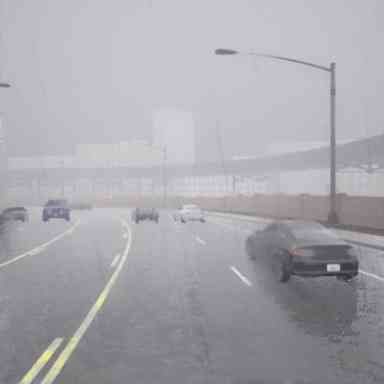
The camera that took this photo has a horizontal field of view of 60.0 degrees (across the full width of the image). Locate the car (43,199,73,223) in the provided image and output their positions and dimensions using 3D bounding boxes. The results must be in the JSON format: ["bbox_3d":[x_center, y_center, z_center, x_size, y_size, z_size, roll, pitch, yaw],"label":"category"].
[{"bbox_3d":[-12.274,1.629,30.425,2.150,2.045,5.566,0,-1,-19],"label":"car"}]

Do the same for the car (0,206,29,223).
[{"bbox_3d":[-15.848,1.966,29.952,1.812,1.442,4.674,0,-1,-20],"label":"car"}]

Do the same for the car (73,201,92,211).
[{"bbox_3d":[-18.187,2.277,54.606,2.163,1.488,4.792,-1,-1,-41],"label":"car"}]

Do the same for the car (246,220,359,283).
[{"bbox_3d":[2.940,1.543,9.692,1.812,1.442,4.674,0,-1,-5],"label":"car"}]

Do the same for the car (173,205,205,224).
[{"bbox_3d":[-0.295,1.779,27.479,1.812,1.442,4.674,0,-1,-15],"label":"car"}]

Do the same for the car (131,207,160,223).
[{"bbox_3d":[-4.073,1.904,28.387,1.895,1.301,4.718,0,-1,-15],"label":"car"}]
